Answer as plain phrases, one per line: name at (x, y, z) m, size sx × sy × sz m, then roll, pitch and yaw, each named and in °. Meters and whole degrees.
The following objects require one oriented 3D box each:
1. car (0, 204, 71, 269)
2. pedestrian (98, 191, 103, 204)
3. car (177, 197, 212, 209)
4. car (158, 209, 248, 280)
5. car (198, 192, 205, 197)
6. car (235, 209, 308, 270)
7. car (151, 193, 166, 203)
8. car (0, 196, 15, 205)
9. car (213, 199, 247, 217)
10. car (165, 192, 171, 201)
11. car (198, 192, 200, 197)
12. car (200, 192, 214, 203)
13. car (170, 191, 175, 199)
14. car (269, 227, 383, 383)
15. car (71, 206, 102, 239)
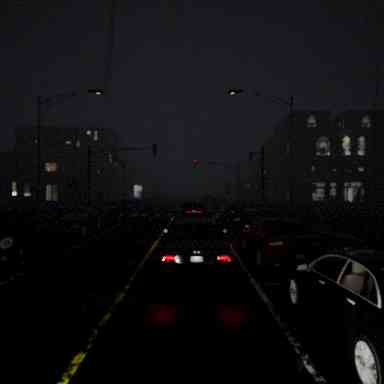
car at (-5.685, 1.351, 10.579) m, size 1.967 × 1.590 × 4.097 m, roll 0°, pitch 0°, yaw 0°
pedestrian at (-12.549, 0.751, 45.479) m, size 0.375 × 1.860 × 0.375 m, roll 0°, pitch 0°, yaw 1°
car at (0.101, 1.323, 21.743) m, size 1.837 × 1.490 × 4.892 m, roll 0°, pitch 0°, yaw 0°
car at (0.099, 1.466, 9.662) m, size 2.033 × 1.411 × 5.357 m, roll 0°, pitch 0°, yaw 0°
car at (2.699, 0.674, 92.986) m, size 1.967 × 1.590 × 4.097 m, roll 0°, pitch 0°, yaw 0°
car at (2.695, 1.456, 10.562) m, size 1.887 × 1.381 × 4.507 m, roll 0°, pitch 0°, yaw 0°
car at (-5.684, 1.130, 54.349) m, size 1.802 × 1.307 × 4.206 m, roll 0°, pitch 0°, yaw 0°
car at (-25.449, 1.086, 42.737) m, size 4.829 × 1.417 × 1.752 m, roll 0°, pitch 0°, yaw 1°
car at (2.696, 1.367, 21.946) m, size 2.008 × 1.369 × 4.403 m, roll 0°, pitch 0°, yaw 0°
car at (-5.684, 1.008, 65.391) m, size 2.008 × 1.369 × 4.403 m, roll 0°, pitch 0°, yaw 0°
car at (2.697, 1.039, 65.377) m, size 1.802 × 1.307 × 4.206 m, roll 0°, pitch 0°, yaw 0°
car at (2.697, 1.114, 54.335) m, size 1.947 × 1.339 × 4.313 m, roll 0°, pitch 0°, yaw 0°
car at (-5.682, 0.807, 76.434) m, size 1.967 × 1.590 × 4.097 m, roll 0°, pitch 0°, yaw 0°
car at (2.695, 1.509, 4.871) m, size 2.008 × 1.369 × 4.403 m, roll 0°, pitch 0°, yaw 0°
car at (-5.685, 1.414, 16.272) m, size 2.008 × 1.369 × 4.403 m, roll 0°, pitch 0°, yaw 0°
